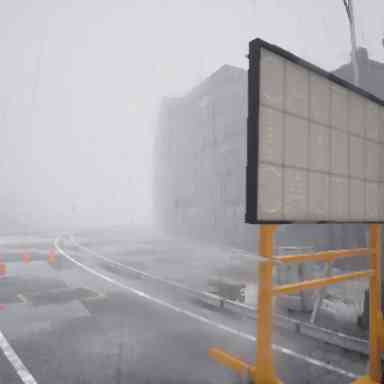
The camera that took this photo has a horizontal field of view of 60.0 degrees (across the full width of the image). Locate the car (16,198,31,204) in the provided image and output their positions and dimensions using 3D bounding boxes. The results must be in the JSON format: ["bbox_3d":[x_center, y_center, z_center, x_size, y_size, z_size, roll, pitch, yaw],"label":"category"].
[{"bbox_3d":[-39.283,2.258,74.855,2.231,1.521,4.892,-2,-6,3],"label":"car"}]

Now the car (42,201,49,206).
[{"bbox_3d":[-39.006,3.274,86.054,2.435,2.045,5.566,-1,-7,1],"label":"car"}]

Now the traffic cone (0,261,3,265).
[{"bbox_3d":[-6.536,2.573,10.992,0.580,0.340,0.340,0,-3,15],"label":"traffic cone"}]

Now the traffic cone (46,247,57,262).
[{"bbox_3d":[-5.956,2.630,14.133,0.340,0.580,0.340,3,-4,-39],"label":"traffic cone"}]

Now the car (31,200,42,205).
[{"bbox_3d":[-39.093,2.754,80.467,2.185,1.767,4.553,-2,-6,2],"label":"car"}]

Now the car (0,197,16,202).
[{"bbox_3d":[-39.589,1.719,69.469,2.002,1.452,4.674,-2,-6,4],"label":"car"}]

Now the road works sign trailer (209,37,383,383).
[{"bbox_3d":[1.170,0.697,3.176,2.380,3.560,2.880,4,-4,-38],"label":"road works sign trailer"}]

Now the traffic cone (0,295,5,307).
[{"bbox_3d":[-4.478,2.301,7.601,0.340,0.580,0.340,4,-4,-39],"label":"traffic cone"}]

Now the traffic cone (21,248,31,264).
[{"bbox_3d":[-6.729,2.588,13.504,0.340,0.580,0.340,3,-4,-39],"label":"traffic cone"}]
